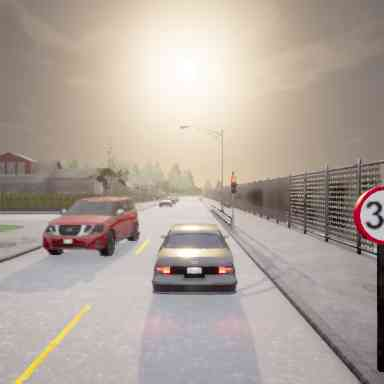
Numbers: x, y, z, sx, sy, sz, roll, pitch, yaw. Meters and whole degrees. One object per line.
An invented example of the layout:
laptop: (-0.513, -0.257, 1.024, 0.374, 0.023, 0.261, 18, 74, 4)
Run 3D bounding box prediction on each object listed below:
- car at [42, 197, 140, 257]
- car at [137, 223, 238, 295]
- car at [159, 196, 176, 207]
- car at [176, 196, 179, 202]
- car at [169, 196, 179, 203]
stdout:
car: (-3.693, 1.221, 13.372, 2.150, 2.045, 5.566, 0, 0, 6)
car: (0.071, 1.547, 8.880, 2.033, 1.411, 5.357, 0, 0, 1)
car: (-3.995, 1.547, 51.723, 2.033, 1.411, 5.357, 0, 0, 0)
car: (-3.943, 1.478, 61.567, 1.882, 1.535, 5.008, 0, 0, 0)
car: (-3.860, 1.553, 71.571, 1.994, 1.385, 4.181, 0, 0, 0)
